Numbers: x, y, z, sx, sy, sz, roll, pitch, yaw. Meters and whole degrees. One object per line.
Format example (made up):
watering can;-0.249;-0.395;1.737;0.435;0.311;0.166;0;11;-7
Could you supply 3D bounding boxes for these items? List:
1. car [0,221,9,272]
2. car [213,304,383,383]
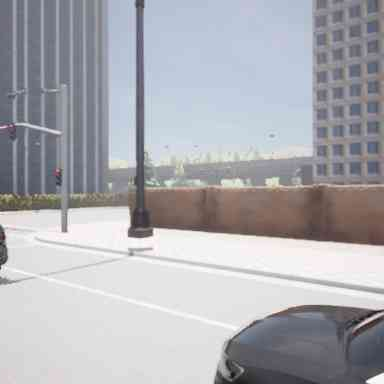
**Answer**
car;-7.211;1.259;9.138;5.566;2.045;2.150;0;0;37
car;2.449;1.504;2.244;4.892;1.490;1.837;0;0;35
